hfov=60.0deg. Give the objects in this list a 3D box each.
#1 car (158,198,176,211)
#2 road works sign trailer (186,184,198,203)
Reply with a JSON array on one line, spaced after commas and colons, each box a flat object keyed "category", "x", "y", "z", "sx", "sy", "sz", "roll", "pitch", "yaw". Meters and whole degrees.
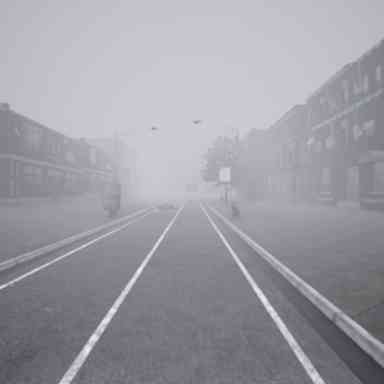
[{"category": "car", "x": -3.088, "y": 1.501, "z": 41.329, "sx": 1.812, "sy": 1.442, "sz": 4.674, "roll": 0, "pitch": 0, "yaw": 0}, {"category": "road works sign trailer", "x": 0.016, "y": 0.253, "z": 63.666, "sx": 2.380, "sy": 3.560, "sz": 2.880, "roll": 0, "pitch": 1, "yaw": 0}]
